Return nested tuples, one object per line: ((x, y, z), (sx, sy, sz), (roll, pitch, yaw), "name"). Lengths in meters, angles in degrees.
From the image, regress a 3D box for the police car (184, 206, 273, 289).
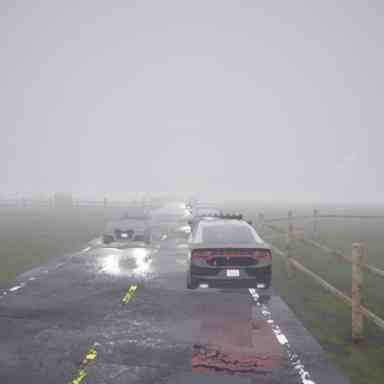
((0.826, 1.424, 9.277), (1.930, 1.638, 5.238), (0, 0, 0), "police car")

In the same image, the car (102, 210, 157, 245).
((-2.747, 1.563, 15.472), (1.994, 1.385, 4.181), (0, 0, 0), "car")

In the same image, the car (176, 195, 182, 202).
((-2.732, 1.524, 78.976), (2.033, 1.411, 5.357), (0, 0, 0), "car")

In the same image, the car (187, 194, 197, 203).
((0.016, 1.336, 66.887), (2.097, 1.767, 4.553), (0, 0, 0), "car")

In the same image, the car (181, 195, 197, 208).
((0.038, 1.540, 45.720), (2.033, 1.411, 5.357), (0, 0, 1), "car")

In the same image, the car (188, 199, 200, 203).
((0.830, 1.522, 25.167), (1.812, 1.442, 4.674), (0, 0, 0), "car")

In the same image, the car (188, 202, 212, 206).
((0.828, 1.523, 19.167), (1.812, 1.442, 4.674), (0, 0, 0), "car")
